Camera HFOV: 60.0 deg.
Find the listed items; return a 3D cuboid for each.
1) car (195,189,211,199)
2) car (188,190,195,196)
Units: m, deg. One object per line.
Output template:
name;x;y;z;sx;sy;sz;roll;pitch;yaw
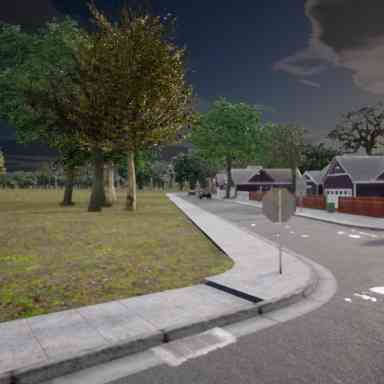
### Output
car;2.449;0.375;65.503;2.150;2.045;5.566;-1;1;-6
car;-0.044;0.211;90.128;1.882;1.535;5.008;-1;1;-6
